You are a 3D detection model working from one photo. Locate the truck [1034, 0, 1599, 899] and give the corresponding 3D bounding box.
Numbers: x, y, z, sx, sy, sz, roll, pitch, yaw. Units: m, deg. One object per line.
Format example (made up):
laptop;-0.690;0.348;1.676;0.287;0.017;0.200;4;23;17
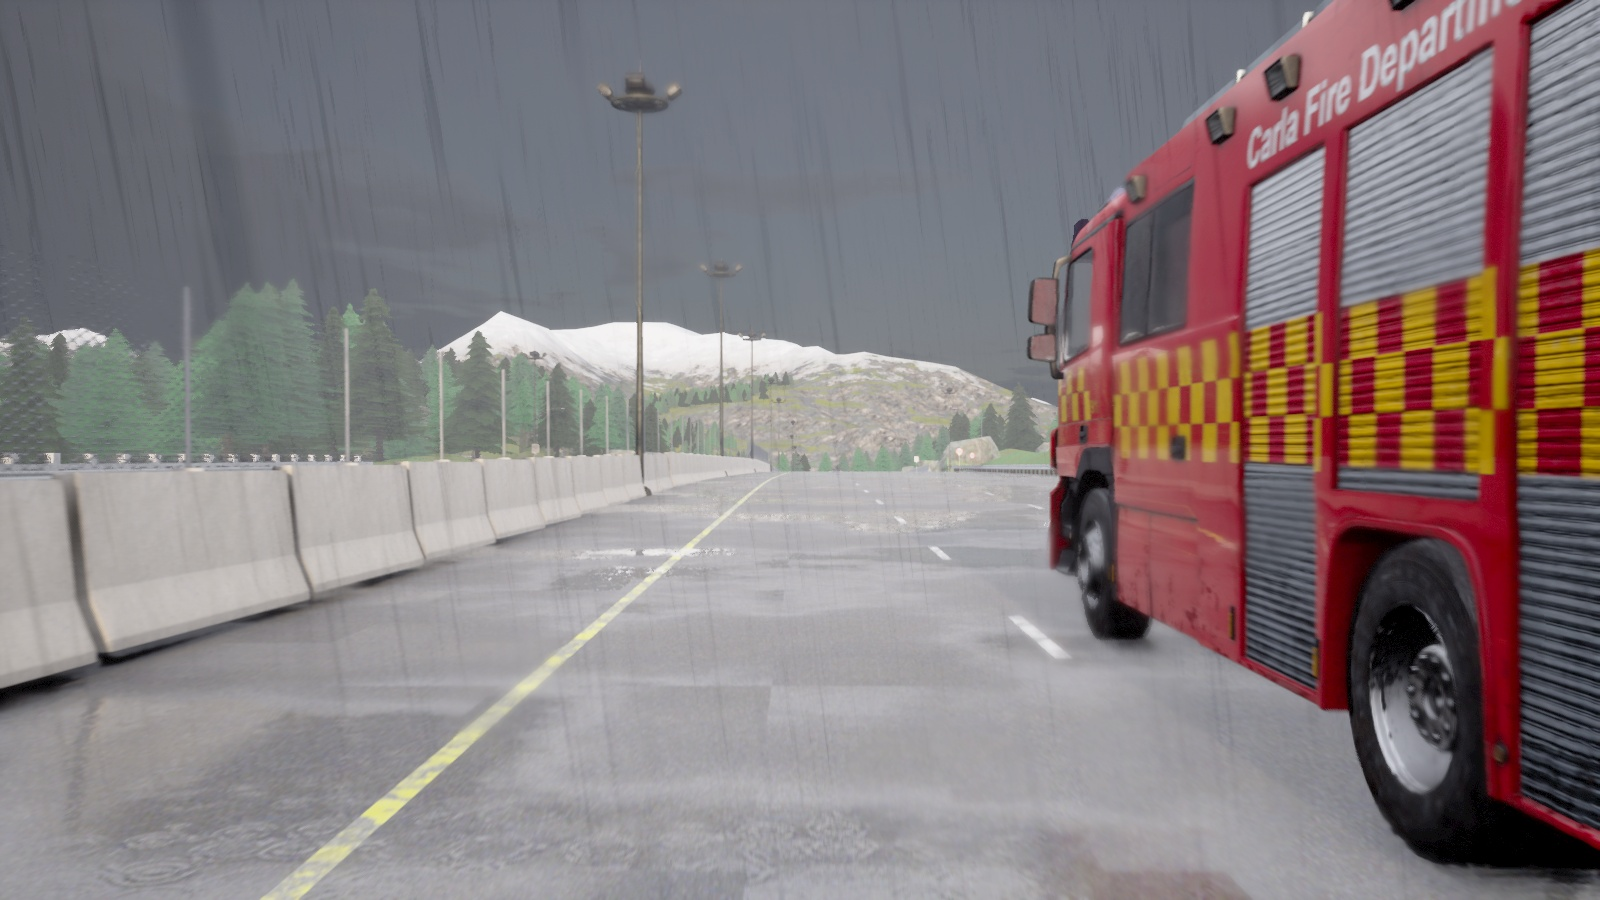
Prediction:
truck;3.568;-0.455;7.285;2.891;3.827;8.468;0;0;0
